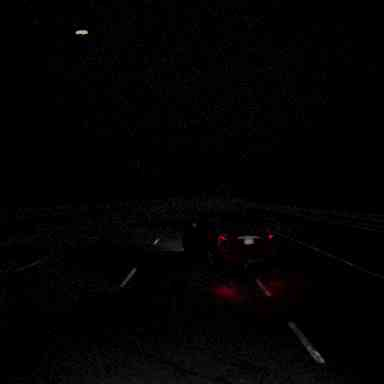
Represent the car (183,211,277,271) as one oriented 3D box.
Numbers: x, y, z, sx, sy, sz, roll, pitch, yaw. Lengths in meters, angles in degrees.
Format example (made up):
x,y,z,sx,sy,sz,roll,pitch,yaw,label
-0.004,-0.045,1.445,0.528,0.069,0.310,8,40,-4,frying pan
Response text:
x,y,z,sx,sy,sz,roll,pitch,yaw,label
1.119,1.498,11.811,2.097,1.767,4.553,1,-1,-15,car
